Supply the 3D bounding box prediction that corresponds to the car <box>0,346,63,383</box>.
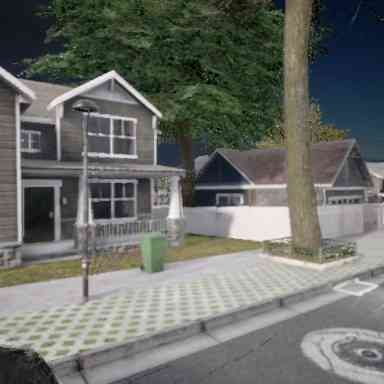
[{"bbox_3d":[-2.606,1.572,1.305,4.181,1.385,1.994,0,0,-35],"label":"car"}]
